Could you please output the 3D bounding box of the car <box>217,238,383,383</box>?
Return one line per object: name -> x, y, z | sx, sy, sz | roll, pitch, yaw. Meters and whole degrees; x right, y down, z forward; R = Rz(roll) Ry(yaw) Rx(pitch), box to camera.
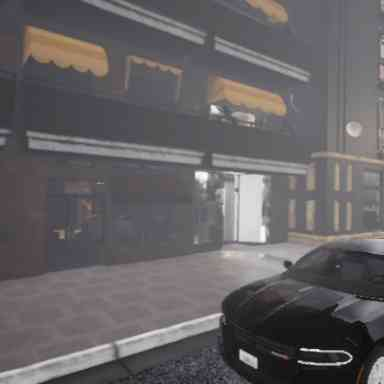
car -> 2.623, 1.477, 4.939 | 5.008, 1.535, 1.882 | 0, 0, -35
